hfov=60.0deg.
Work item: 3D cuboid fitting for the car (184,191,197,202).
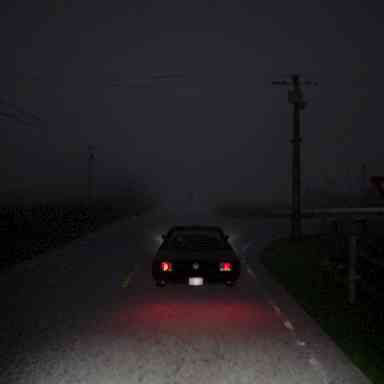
[{"bbox_3d":[-0.279,0.881,64.833,2.150,2.045,5.566,0,0,-1],"label":"car"}]

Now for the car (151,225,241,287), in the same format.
[{"bbox_3d":[0.091,1.552,9.097,1.895,1.301,4.718,0,0,0],"label":"car"}]
